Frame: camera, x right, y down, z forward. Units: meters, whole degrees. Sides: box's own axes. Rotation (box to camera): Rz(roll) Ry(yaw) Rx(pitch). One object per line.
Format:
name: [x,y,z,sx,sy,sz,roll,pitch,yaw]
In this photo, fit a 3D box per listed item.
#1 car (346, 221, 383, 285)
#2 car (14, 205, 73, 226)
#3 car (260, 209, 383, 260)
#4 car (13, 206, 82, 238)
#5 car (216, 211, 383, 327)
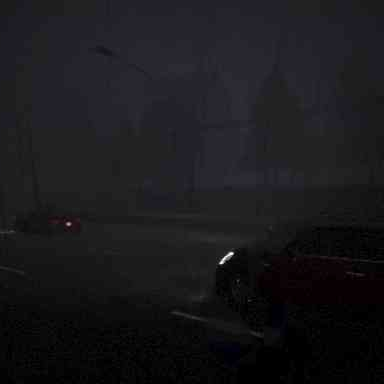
car: [6.232,1.562,8.145,4.181,1.385,1.994,0,0,36]
car: [-11.114,1.706,24.822,4.718,1.301,1.895,0,0,36]
car: [5.403,1.505,13.037,4.902,1.511,2.128,0,0,35]
car: [-7.984,1.641,18.290,4.181,1.385,1.994,0,0,36]
car: [2.700,1.359,6.366,4.553,1.767,2.097,0,0,36]
